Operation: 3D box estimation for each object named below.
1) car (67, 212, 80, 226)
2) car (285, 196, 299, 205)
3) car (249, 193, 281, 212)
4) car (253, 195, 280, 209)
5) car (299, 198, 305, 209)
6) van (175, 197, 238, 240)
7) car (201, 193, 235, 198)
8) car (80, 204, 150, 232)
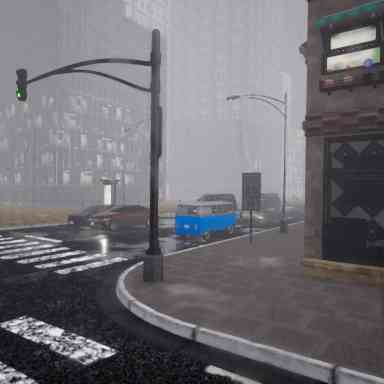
[{"bbox_3d":[-6.009,1.467,21.864,1.947,1.339,4.313,1,1,35],"label":"car"},{"bbox_3d":[16.305,1.364,53.309,1.752,1.417,4.829,1,1,35],"label":"car"},{"bbox_3d":[8.076,1.124,37.201,2.150,2.045,5.566,1,1,36],"label":"car"},{"bbox_3d":[10.000,1.293,44.422,1.967,1.590,4.097,1,1,35],"label":"car"},{"bbox_3d":[15.618,1.463,42.433,1.812,1.442,4.674,1,1,36],"label":"car"},{"bbox_3d":[0.828,1.368,17.011,1.690,1.788,3.998,1,1,35],"label":"van"},{"bbox_3d":[1.883,1.142,28.499,2.150,2.045,5.566,1,1,36],"label":"car"},{"bbox_3d":[-4.066,1.466,20.120,1.812,1.442,4.674,1,1,37],"label":"car"}]
